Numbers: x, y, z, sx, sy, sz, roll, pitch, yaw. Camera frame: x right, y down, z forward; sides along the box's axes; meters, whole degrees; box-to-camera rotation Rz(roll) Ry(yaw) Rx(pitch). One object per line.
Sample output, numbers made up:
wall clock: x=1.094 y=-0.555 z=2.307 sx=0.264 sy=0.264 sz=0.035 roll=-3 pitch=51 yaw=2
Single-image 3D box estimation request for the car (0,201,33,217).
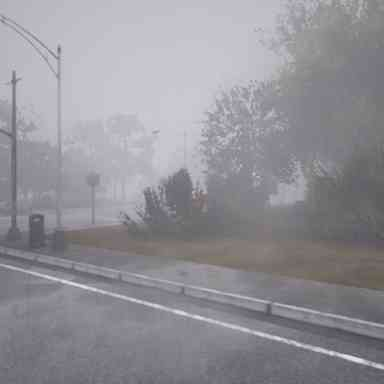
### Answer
car: x=-16.876 y=1.523 z=30.396 sx=1.994 sy=1.385 sz=4.181 roll=0 pitch=0 yaw=32
